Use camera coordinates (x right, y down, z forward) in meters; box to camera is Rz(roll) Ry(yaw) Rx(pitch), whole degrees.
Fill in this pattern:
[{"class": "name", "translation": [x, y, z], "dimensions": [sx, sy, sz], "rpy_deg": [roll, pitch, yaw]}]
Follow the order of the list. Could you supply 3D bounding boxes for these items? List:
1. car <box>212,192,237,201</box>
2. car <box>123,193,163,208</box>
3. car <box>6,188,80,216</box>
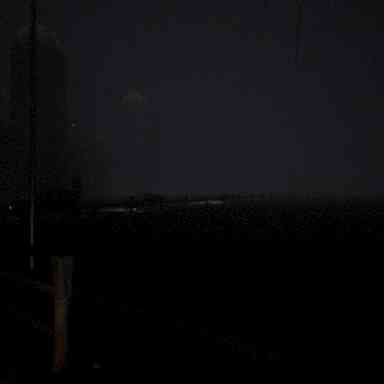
[{"class": "car", "translation": [4.867, 0.718, 49.774], "dimensions": [1.895, 1.301, 4.718], "rpy_deg": [2, 2, 36]}, {"class": "car", "translation": [-5.150, 0.836, 35.641], "dimensions": [1.882, 1.535, 5.008], "rpy_deg": [2, 2, 35]}, {"class": "car", "translation": [-11.610, 0.742, 26.465], "dimensions": [2.150, 2.045, 5.566], "rpy_deg": [2, 2, 35]}]
